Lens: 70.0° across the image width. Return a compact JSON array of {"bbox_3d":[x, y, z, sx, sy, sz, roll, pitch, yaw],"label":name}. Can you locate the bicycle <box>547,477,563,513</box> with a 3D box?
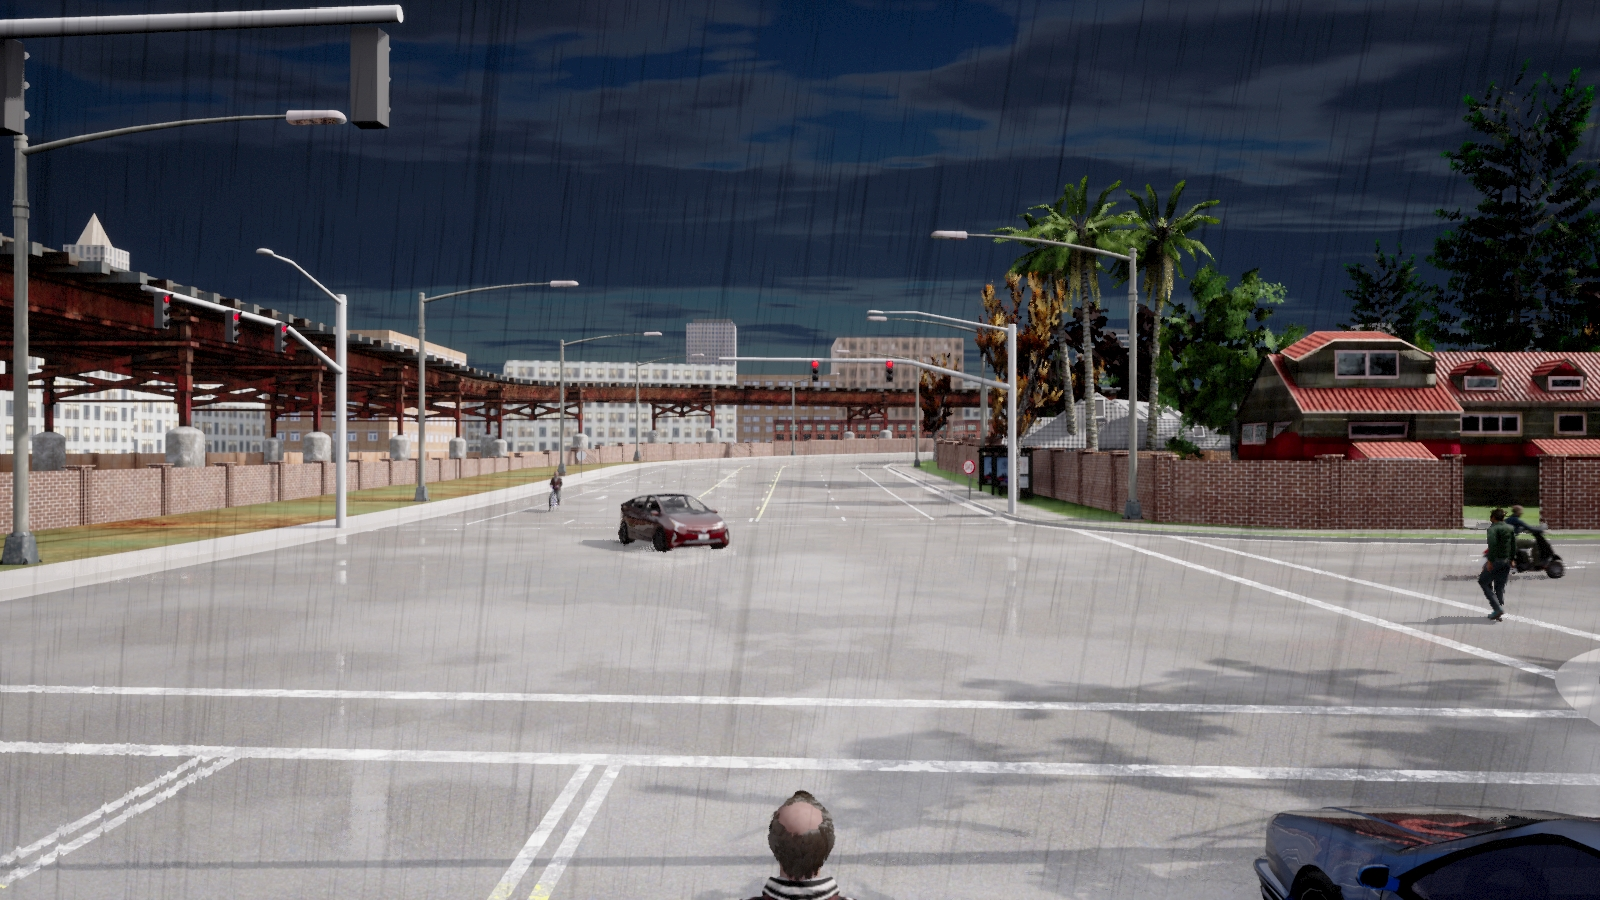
[{"bbox_3d":[-10.519,1.933,49.107,0.329,1.496,1.835,0,0,0],"label":"bicycle"}]

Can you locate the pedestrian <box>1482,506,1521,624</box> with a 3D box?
[{"bbox_3d":[11.371,1.848,18.518,0.375,1.860,0.375,0,0,-14],"label":"pedestrian"}]

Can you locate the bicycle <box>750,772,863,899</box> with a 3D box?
[{"bbox_3d":[0.019,2.048,3.681,0.329,1.496,1.835,0,0,0],"label":"bicycle"}]

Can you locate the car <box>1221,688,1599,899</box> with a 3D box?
[{"bbox_3d":[3.467,2.106,4.038,2.033,1.411,5.357,0,0,1],"label":"car"}]

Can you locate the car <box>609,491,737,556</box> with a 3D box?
[{"bbox_3d":[-3.699,2.019,32.607,2.007,1.525,4.514,0,0,-30],"label":"car"}]

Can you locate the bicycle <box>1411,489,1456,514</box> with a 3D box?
[{"bbox_3d":[27.928,2.256,50.402,1.487,1.080,0.859,0,0,-1],"label":"bicycle"}]

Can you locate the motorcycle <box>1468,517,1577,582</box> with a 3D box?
[{"bbox_3d":[15.645,2.140,24.766,1.805,1.341,0.856,0,0,1],"label":"motorcycle"}]
